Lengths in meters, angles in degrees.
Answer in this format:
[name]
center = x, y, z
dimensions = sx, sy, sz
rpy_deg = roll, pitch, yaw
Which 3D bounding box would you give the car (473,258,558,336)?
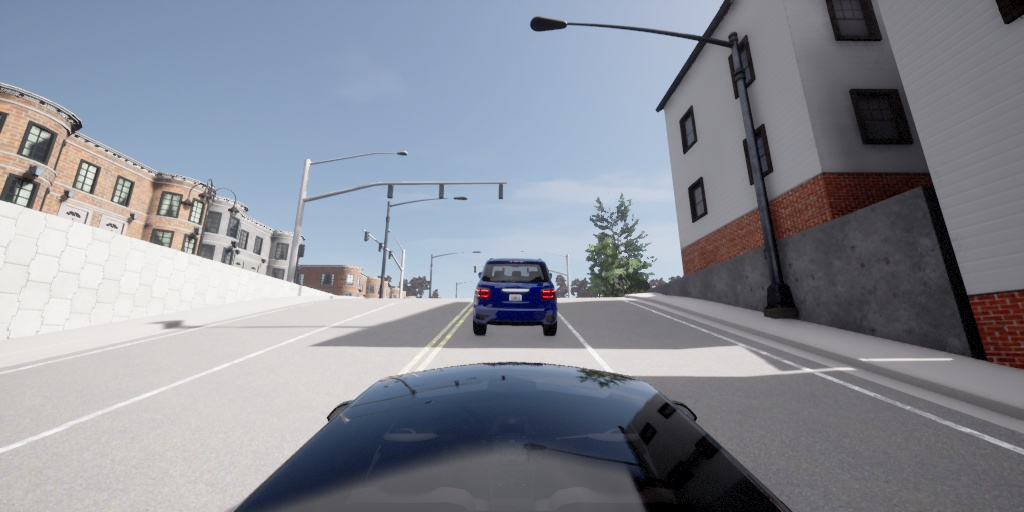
[car]
center = 0.095, 1.097, 11.036
dimensions = 2.150, 2.045, 5.566
rpy_deg = 1, -1, 0
